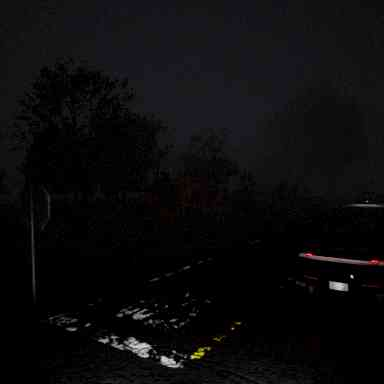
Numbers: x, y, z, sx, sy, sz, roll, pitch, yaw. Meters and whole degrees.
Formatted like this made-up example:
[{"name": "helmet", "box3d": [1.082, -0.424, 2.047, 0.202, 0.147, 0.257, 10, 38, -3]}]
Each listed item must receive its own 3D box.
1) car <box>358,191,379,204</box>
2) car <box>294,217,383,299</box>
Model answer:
[{"name": "car", "box3d": [20.637, 0.598, 38.685, 2.033, 1.411, 5.357, 0, 1, 33]}, {"name": "car", "box3d": [3.799, 1.329, 7.655, 2.128, 1.511, 4.902, 0, 1, 33]}]
